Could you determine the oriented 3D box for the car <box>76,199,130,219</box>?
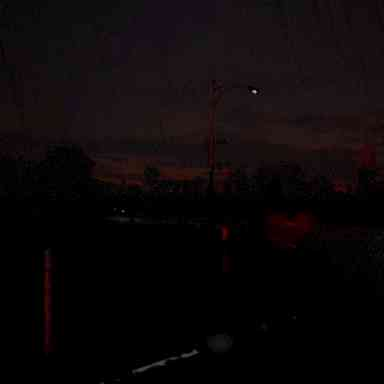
[{"bbox_3d":[-6.623,1.195,24.801,4.181,1.385,1.994,1,0,31],"label":"car"}]
